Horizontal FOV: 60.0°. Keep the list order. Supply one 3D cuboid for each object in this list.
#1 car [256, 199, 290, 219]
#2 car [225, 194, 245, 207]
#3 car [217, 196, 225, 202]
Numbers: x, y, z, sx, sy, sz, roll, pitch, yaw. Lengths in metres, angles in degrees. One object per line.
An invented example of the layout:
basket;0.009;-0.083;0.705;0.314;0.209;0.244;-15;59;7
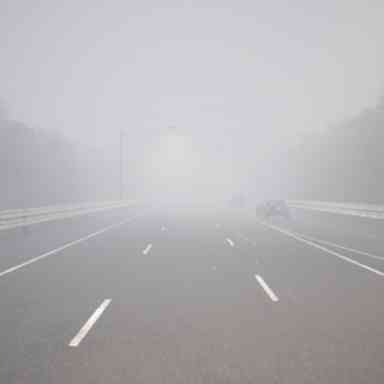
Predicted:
car;7.022;1.390;29.352;2.097;1.767;4.553;0;0;0
car;7.016;1.302;52.289;2.150;2.045;5.566;0;0;0
car;7.130;1.785;81.586;1.882;1.535;5.008;0;-1;0
